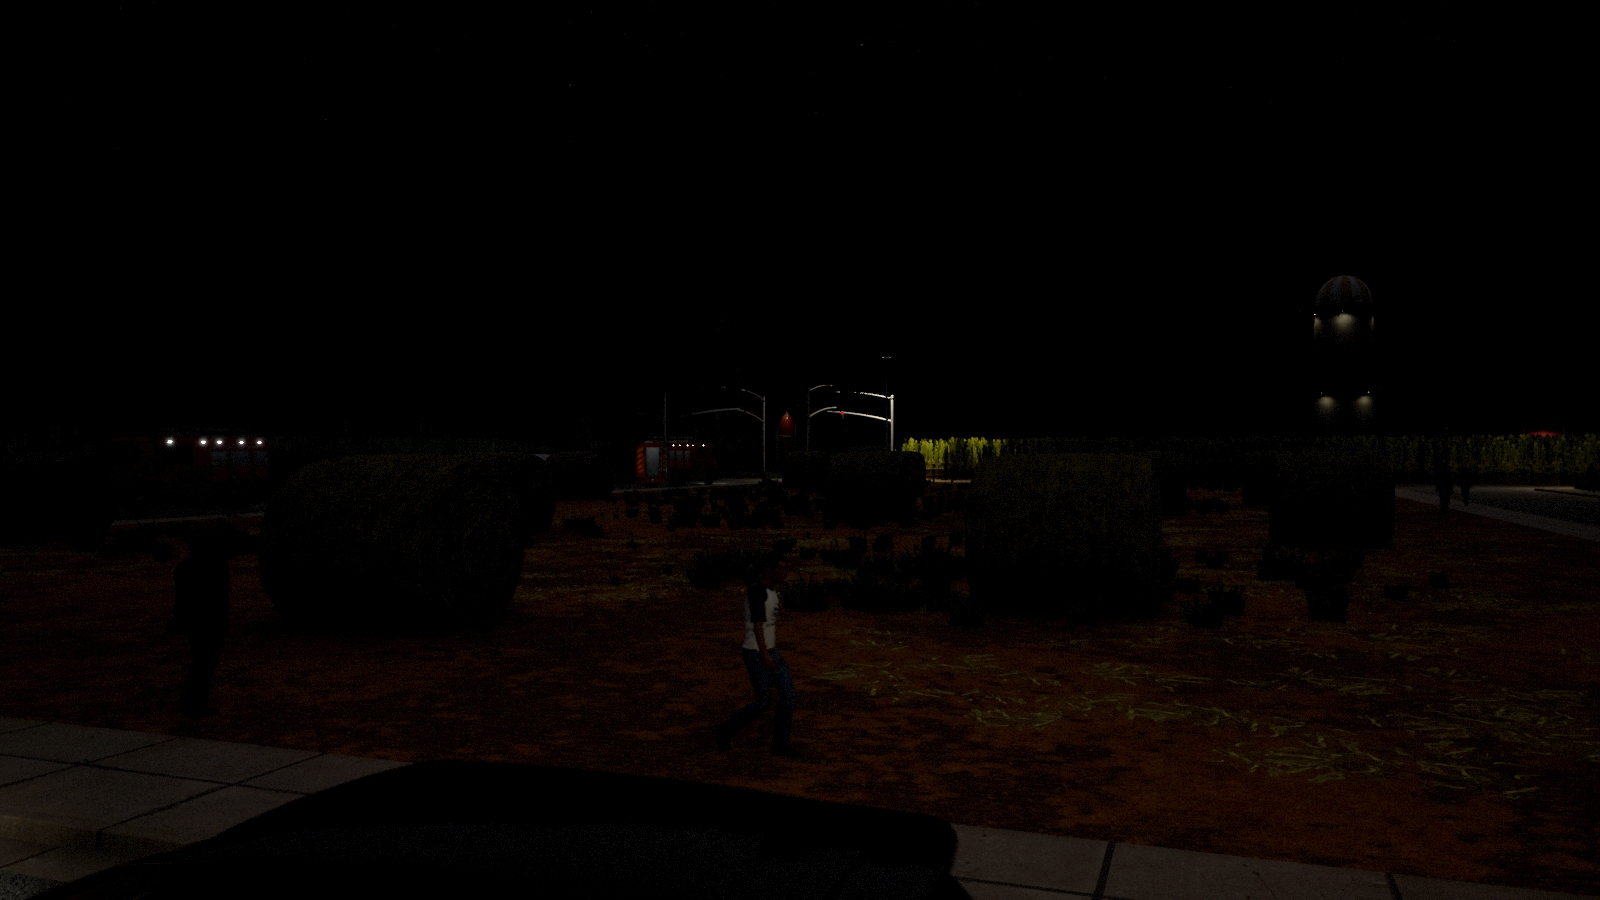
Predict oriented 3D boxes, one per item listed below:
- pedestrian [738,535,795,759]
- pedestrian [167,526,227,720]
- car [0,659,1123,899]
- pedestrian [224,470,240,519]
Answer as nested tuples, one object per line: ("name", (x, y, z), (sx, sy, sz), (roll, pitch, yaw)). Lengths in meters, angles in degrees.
("pedestrian", (-0.287, 1.685, 9.919), (0.375, 1.860, 0.375), (0, 0, 21))
("pedestrian", (-5.954, 1.692, 11.284), (0.375, 1.860, 0.375), (0, 0, 7))
("car", (-1.356, 1.908, 3.826), (4.553, 1.767, 2.097), (0, 0, 20))
("pedestrian", (-21.729, 1.684, 43.708), (0.375, 1.860, 0.375), (0, 0, 26))
